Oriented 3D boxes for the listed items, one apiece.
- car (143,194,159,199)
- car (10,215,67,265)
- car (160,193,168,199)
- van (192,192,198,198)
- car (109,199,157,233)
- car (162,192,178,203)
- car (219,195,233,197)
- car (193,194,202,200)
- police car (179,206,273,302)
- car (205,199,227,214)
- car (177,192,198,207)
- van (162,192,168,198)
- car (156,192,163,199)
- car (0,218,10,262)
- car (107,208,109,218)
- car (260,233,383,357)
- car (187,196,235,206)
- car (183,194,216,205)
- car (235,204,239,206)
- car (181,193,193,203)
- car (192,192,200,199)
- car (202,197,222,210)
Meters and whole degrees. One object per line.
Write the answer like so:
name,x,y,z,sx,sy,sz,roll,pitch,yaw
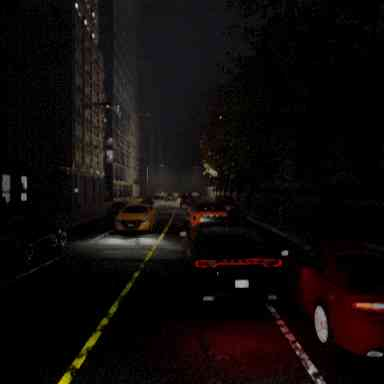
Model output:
car,-6.551,1.326,50.581,1.802,1.307,4.206,0,0,-1
car,-5.817,1.524,11.594,1.947,1.339,4.313,0,0,0
car,-7.527,1.052,89.489,2.008,1.369,4.403,0,0,-1
van,0.865,0.807,94.995,1.690,1.788,3.998,0,0,-1
car,-3.130,1.401,19.332,1.882,1.535,5.008,0,0,-1
car,-4.047,1.204,61.453,1.812,1.442,4.674,0,0,-1
car,2.538,1.193,28.299,2.192,1.841,5.009,0,0,-1
car,1.281,1.126,78.322,2.008,1.369,4.403,0,0,-1
police car,0.739,1.396,8.422,1.930,1.638,5.238,0,0,-3
car,2.397,1.428,33.859,1.802,1.307,4.206,0,0,-1
car,-0.597,1.122,46.378,2.097,1.767,4.553,0,0,-1
van,-7.664,0.805,95.046,1.690,1.788,3.998,0,0,-1
car,-7.107,0.923,72.812,2.192,1.841,5.009,0,0,-1
car,-5.824,1.295,6.032,2.192,1.841,5.009,0,0,0
car,-5.993,1.442,28.340,1.947,1.339,4.313,0,0,-1
car,2.701,1.524,6.077,1.887,1.381,4.507,0,0,0
car,0.906,1.280,18.349,2.097,1.767,4.553,0,0,0
car,0.696,1.250,24.398,2.097,1.767,4.553,0,0,1
car,2.650,1.489,22.735,1.802,1.307,4.206,0,0,-1
car,-0.945,1.042,59.604,2.097,1.767,4.553,0,0,-1
car,1.003,0.944,89.438,1.967,1.590,4.097,0,0,-1
car,2.258,1.363,39.417,2.008,1.369,4.403,0,0,-1
